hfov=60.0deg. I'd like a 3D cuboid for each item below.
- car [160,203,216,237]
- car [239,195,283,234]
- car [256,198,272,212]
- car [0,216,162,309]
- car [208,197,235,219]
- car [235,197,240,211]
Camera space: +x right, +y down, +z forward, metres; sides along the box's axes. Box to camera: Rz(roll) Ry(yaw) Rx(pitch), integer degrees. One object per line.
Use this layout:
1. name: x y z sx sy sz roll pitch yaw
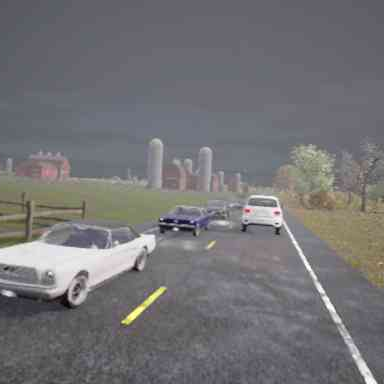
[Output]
1. car: -0.236 1.393 17.252 1.895 1.301 4.718 4 1 13
2. car: 4.331 1.268 20.477 2.150 2.045 5.566 4 0 13
3. car: 9.098 1.644 41.836 1.812 1.442 4.674 4 1 13
4. car: -2.466 1.358 7.572 1.895 1.301 4.718 4 1 14
5. car: 2.091 1.333 27.402 1.837 1.490 4.892 4 1 13
6. car: 4.936 1.367 39.618 2.128 1.511 4.902 4 1 13
